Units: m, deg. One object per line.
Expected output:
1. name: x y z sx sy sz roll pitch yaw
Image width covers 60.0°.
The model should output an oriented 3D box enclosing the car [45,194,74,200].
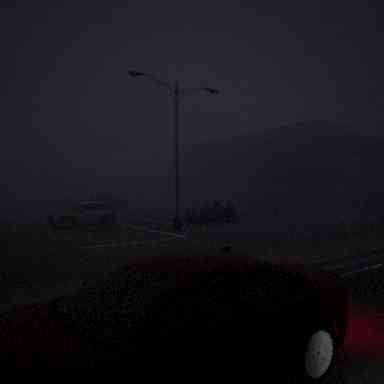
1. car: -18.698 1.113 49.790 5.027 1.636 2.152 0 0 -35

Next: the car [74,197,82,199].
1. car: -11.370 1.036 39.303 3.866 1.878 1.905 0 0 -35

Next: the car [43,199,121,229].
1. car: -6.624 1.366 20.038 3.806 1.475 1.970 0 0 -35

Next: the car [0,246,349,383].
1. car: -0.222 1.472 3.822 5.008 1.535 1.882 0 0 -35

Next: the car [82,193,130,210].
1. car: -9.367 1.055 37.157 4.605 1.855 1.932 0 0 -35

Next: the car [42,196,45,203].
1. car: -22.639 1.193 54.866 3.806 1.475 1.970 0 0 -35

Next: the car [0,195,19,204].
1. car: -30.515 1.281 53.830 4.514 1.523 2.007 0 0 -35

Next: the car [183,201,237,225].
1. car: 1.165 1.332 21.846 3.633 1.501 1.845 0 0 -35
